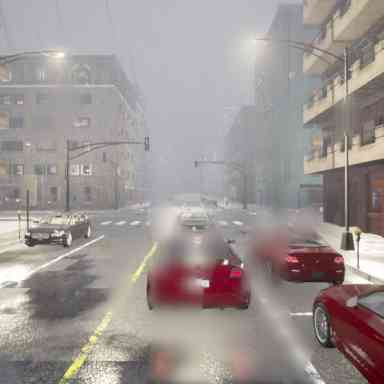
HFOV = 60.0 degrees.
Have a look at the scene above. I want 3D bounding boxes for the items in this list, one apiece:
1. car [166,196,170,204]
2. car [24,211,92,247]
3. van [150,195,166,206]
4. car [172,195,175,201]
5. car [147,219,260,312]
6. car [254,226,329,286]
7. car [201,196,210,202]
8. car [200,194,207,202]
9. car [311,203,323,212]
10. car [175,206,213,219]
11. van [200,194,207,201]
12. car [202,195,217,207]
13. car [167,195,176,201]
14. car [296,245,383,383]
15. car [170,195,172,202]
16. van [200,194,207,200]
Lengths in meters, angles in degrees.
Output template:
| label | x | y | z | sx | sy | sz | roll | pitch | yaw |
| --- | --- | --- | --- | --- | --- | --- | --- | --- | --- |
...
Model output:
| label | x | y | z | sx | sy | sz | roll | pitch | yaw |
| --- | --- | --- | --- | --- | --- | --- | --- | --- | --- |
| car | -5.492 | 1.574 | 58.524 | 1.947 | 1.339 | 4.313 | 1 | 0 | 0 |
| car | -5.774 | 1.554 | 14.816 | 2.008 | 1.369 | 4.403 | 1 | 0 | 0 |
| van | -5.598 | 1.349 | 52.861 | 1.690 | 1.788 | 3.998 | 1 | 0 | 0 |
| car | -5.388 | 1.575 | 75.536 | 1.947 | 1.339 | 4.313 | 1 | 0 | 0 |
| car | 0.104 | 1.566 | 7.800 | 1.994 | 1.385 | 4.181 | 0 | 0 | -1 |
| car | 2.665 | 1.584 | 9.079 | 1.802 | 1.307 | 4.206 | 1 | 0 | 0 |
| car | 2.992 | 1.590 | 75.460 | 1.802 | 1.307 | 4.206 | 1 | 0 | 0 |
| car | 2.958 | 1.558 | 69.789 | 2.008 | 1.369 | 4.403 | 1 | 0 | 0 |
| car | 15.538 | 1.518 | 36.978 | 4.507 | 1.381 | 1.887 | 0 | -1 | 1 |
| car | 0.098 | 1.604 | 16.618 | 1.895 | 1.301 | 4.718 | 0 | 0 | 0 |
| van | 3.065 | 1.349 | 86.800 | 1.690 | 1.788 | 3.998 | 1 | 0 | 0 |
| car | 2.951 | 1.558 | 51.202 | 2.008 | 1.369 | 4.403 | 1 | 0 | 0 |
| car | -5.318 | 1.554 | 86.877 | 1.887 | 1.381 | 4.507 | 1 | 0 | 0 |
| car | 2.667 | 1.583 | 3.408 | 1.802 | 1.307 | 4.206 | 1 | 0 | 0 |
| car | -5.455 | 1.448 | 64.194 | 1.967 | 1.590 | 4.097 | 1 | 0 | 0 |
| van | 3.100 | 1.349 | 92.470 | 1.690 | 1.788 | 3.998 | 1 | 0 | 0 |
